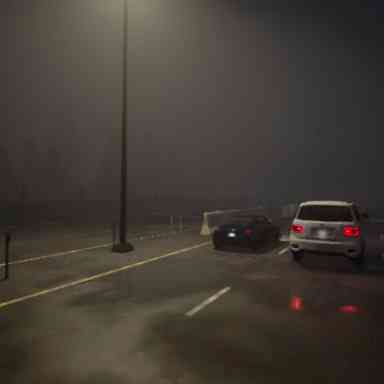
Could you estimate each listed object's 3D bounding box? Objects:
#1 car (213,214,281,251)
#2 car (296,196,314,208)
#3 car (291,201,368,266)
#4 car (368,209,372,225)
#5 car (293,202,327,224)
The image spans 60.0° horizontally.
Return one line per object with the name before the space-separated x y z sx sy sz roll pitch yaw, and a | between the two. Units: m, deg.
car | 2.546 1.669 14.796 1.994 1.385 4.181 0 0 29
car | 20.907 1.757 61.524 2.150 2.045 5.566 0 0 30
car | 5.222 1.341 12.407 2.150 2.045 5.566 0 0 29
car | 13.250 1.748 26.737 1.882 1.535 5.008 0 0 30
car | 10.213 1.729 28.477 1.882 1.535 5.008 0 0 30
